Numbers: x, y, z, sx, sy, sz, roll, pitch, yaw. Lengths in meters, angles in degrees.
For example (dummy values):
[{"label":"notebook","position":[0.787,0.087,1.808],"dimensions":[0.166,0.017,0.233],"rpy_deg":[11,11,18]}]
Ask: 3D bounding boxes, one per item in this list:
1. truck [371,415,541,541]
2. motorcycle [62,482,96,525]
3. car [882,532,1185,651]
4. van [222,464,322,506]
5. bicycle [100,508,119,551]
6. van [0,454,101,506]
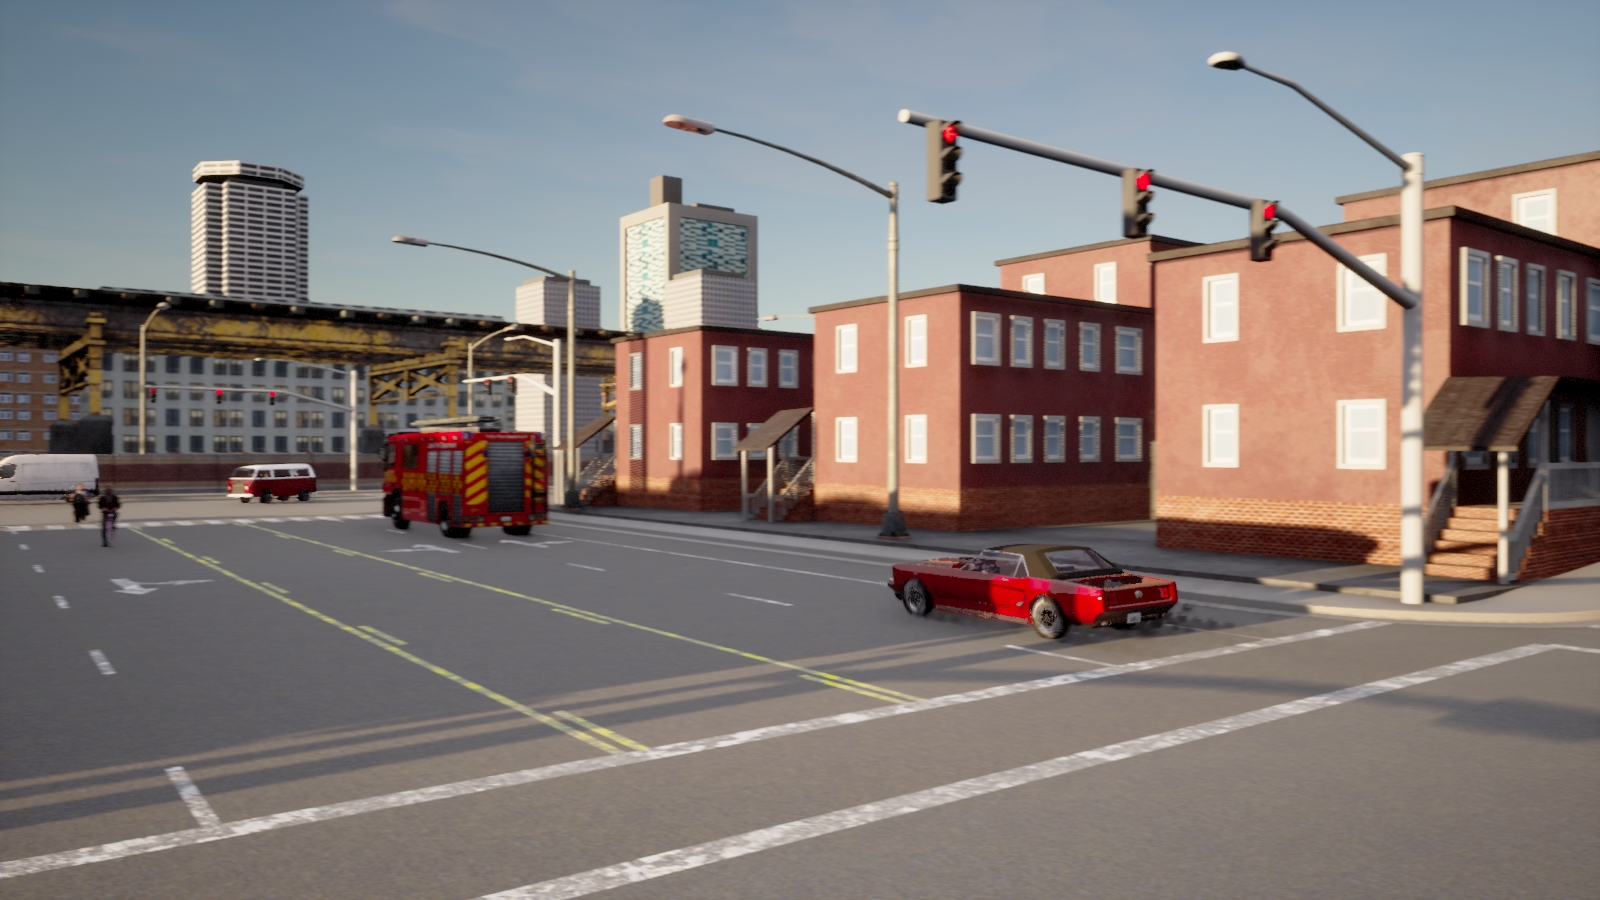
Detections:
[{"label":"truck","position":[-11.934,0.876,38.982],"dimensions":[2.891,3.827,8.468],"rpy_deg":[0,0,-36]},{"label":"motorcycle","position":[-27.376,2.018,43.399],"dimensions":[0.803,1.505,2.033],"rpy_deg":[1,-1,-25]},{"label":"car","position":[3.586,2.151,18.393],"dimensions":[1.895,1.301,4.718],"rpy_deg":[0,0,-36]},{"label":"van","position":[-27.428,1.763,59.499],"dimensions":[2.069,2.038,4.480],"rpy_deg":[-1,0,24]},{"label":"bicycle","position":[-19.461,2.222,32.172],"dimensions":[0.329,1.126,1.835],"rpy_deg":[0,0,-35]},{"label":"van","position":[-39.360,1.514,58.500],"dimensions":[5.915,2.561,1.988],"rpy_deg":[0,0,-36]}]
